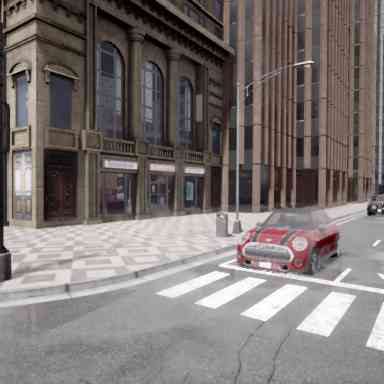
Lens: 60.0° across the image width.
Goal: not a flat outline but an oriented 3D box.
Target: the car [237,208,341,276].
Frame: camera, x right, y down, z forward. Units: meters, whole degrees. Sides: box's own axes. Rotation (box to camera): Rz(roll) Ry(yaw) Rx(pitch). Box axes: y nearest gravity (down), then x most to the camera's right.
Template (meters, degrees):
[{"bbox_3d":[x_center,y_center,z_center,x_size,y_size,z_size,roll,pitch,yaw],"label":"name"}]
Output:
[{"bbox_3d":[3.234,1.339,10.590,2.097,1.767,4.553,1,0,35],"label":"car"}]

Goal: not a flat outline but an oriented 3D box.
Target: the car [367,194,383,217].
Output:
[{"bbox_3d":[18.030,1.270,31.354,2.150,2.045,5.566,1,1,35],"label":"car"}]
